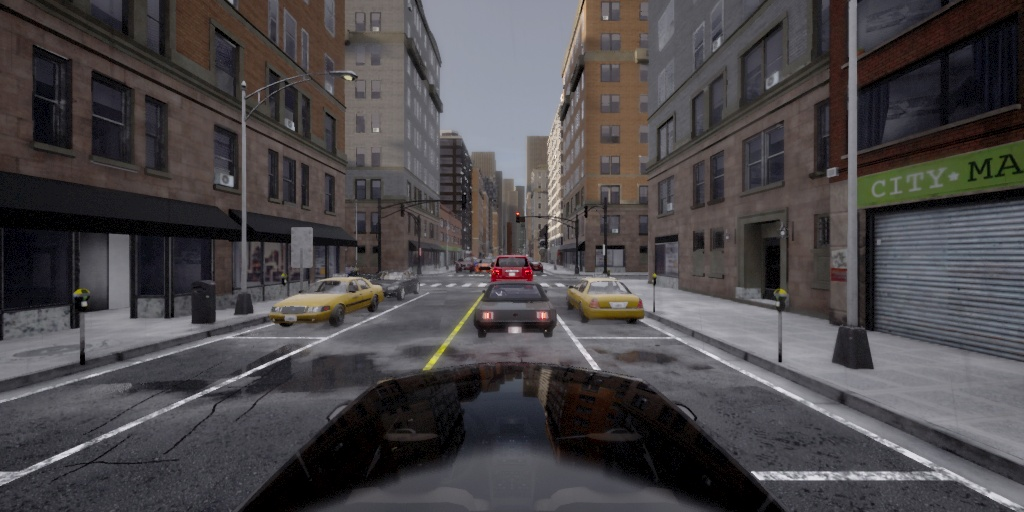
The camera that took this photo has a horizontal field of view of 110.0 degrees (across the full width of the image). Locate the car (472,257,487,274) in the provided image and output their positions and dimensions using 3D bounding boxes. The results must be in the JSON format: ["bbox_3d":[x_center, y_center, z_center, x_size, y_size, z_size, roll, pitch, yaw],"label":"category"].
[{"bbox_3d":[-3.056,1.114,41.291,2.097,1.767,4.553,0,0,-1],"label":"car"}]

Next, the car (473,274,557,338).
[{"bbox_3d":[0.083,1.351,10.166,1.895,1.301,4.718,0,0,0],"label":"car"}]

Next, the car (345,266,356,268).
[{"bbox_3d":[-16.849,1.315,32.408,5.357,1.411,2.033,0,0,1],"label":"car"}]

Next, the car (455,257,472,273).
[{"bbox_3d":[-5.660,1.078,44.058,2.192,1.841,5.009,0,0,0],"label":"car"}]

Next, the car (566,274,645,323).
[{"bbox_3d":[2.859,1.276,11.927,1.751,1.417,4.829,0,0,0],"label":"car"}]

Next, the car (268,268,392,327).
[{"bbox_3d":[-5.666,1.276,11.589,1.751,1.417,4.829,0,0,0],"label":"car"}]

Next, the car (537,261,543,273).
[{"bbox_3d":[2.865,1.308,44.056,1.888,1.381,4.507,0,0,0],"label":"car"}]

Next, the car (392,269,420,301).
[{"bbox_3d":[-5.665,1.302,17.284,2.007,1.370,4.403,0,0,0],"label":"car"}]

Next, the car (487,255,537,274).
[{"bbox_3d":[0.004,0.974,19.936,2.150,2.045,5.566,0,0,0],"label":"car"}]
